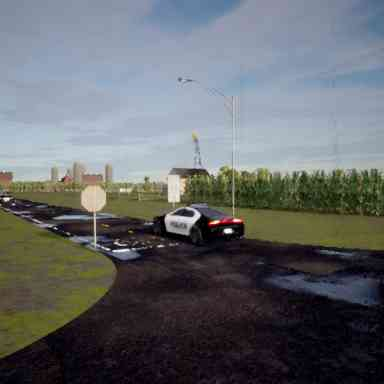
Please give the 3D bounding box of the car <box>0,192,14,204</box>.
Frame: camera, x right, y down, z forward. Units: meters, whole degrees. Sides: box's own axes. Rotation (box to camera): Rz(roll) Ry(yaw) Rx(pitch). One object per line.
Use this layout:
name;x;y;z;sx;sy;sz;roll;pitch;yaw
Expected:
car;-25.443;0.758;45.159;2.128;1.511;4.902;-1;1;-36

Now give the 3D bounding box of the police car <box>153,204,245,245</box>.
police car;0.008;1.331;15.017;2.038;1.542;4.974;-1;1;-36
